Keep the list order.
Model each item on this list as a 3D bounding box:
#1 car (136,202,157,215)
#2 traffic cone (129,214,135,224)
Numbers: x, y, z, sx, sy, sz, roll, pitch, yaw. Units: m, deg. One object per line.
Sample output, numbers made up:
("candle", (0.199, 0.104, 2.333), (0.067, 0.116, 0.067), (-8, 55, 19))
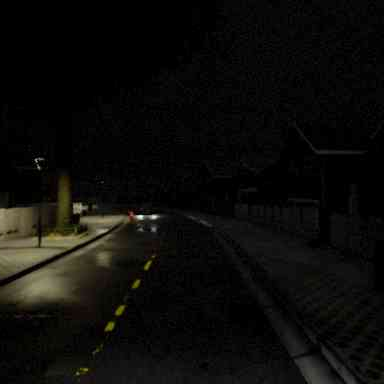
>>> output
("car", (-5.547, 1.959, 39.906), (1.812, 1.442, 4.674), (0, -1, -15))
("traffic cone", (-4.766, 2.209, 26.257), (0.340, 0.580, 0.340), (0, -1, -7))
